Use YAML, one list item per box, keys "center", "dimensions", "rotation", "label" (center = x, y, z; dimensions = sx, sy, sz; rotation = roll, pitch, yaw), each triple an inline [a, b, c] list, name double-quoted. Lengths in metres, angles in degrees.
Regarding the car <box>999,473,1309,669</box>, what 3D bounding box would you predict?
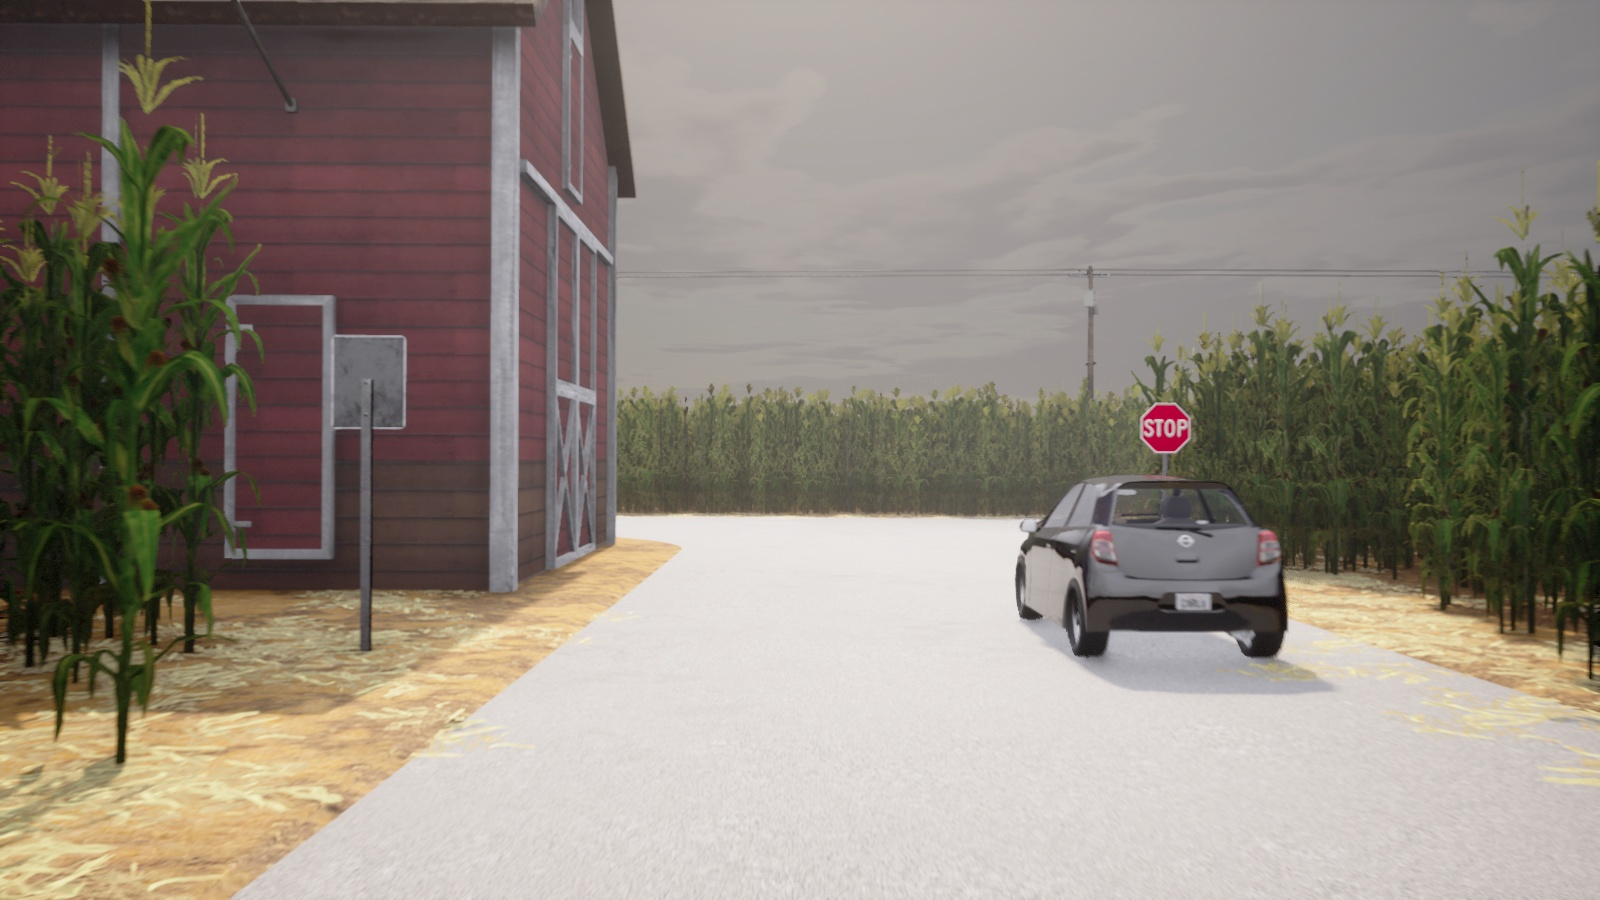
- center: [3.071, 0.984, 11.697]
  dimensions: [1.845, 1.501, 3.633]
  rotation: [0, -1, 0]
  label: "car"
